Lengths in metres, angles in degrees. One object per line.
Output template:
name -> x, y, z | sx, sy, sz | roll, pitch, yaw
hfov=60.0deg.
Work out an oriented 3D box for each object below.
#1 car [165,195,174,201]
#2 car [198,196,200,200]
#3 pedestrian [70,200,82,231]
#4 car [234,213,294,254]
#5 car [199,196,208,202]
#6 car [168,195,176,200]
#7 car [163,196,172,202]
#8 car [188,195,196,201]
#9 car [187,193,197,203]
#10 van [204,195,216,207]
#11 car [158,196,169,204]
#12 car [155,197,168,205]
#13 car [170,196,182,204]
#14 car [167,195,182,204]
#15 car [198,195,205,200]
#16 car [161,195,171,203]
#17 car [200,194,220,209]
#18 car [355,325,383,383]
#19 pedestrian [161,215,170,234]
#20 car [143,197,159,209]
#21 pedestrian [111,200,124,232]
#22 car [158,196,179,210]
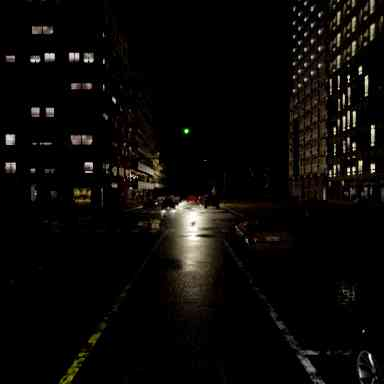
car -> -5.686, 1.531, 84.323 | 1.967, 1.590, 4.097 | 0, 0, 0
car -> 2.692, 1.373, 67.741 | 2.192, 1.841, 5.009 | 0, 0, 0
pedestrian -> -6.734, 1.300, 19.104 | 0.375, 1.860, 0.375 | 0, 0, 0
car -> 2.688, 1.527, 13.393 | 1.752, 1.417, 4.829 | 0, 0, 0
car -> 2.694, 1.624, 78.795 | 1.887, 1.381, 4.507 | 0, 0, 0
car -> -5.684, 1.640, 95.206 | 1.752, 1.417, 4.829 | 0, 0, 0
car -> -5.686, 1.661, 78.796 | 1.802, 1.307, 4.206 | 0, 0, 0
car -> 0.009, 1.545, 84.829 | 2.033, 1.411, 5.357 | 0, 0, 0
car -> 0.007, 1.296, 74.442 | 2.150, 2.045, 5.566 | 0, 0, 0
van -> 2.690, 1.372, 51.162 | 1.690, 1.788, 3.998 | 0, 0, 0
car -> -5.687, 1.602, 67.742 | 1.887, 1.381, 4.507 | 0, 0, 0
car -> -5.688, 1.598, 62.216 | 2.008, 1.369, 4.403 | 0, 0, 0
car -> -3.039, 1.545, 64.966 | 2.128, 1.511, 4.902 | 0, 0, 0
car -> -3.083, 1.584, 54.994 | 2.033, 1.411, 5.357 | 0, 0, 0
car -> 2.696, 1.641, 95.545 | 1.752, 1.417, 4.829 | 0, 0, 0
car -> -5.687, 1.509, 73.270 | 1.967, 1.590, 4.097 | 0, 0, 0
car -> 2.690, 1.339, 45.636 | 2.192, 1.841, 5.009 | 0, 0, 0
car -> 2.686, 1.566, 1.957 | 1.947, 1.339, 4.313 | 0, 0, 0
pedestrian -> -1.372, 1.678, 17.596 | 0.500, 1.100, 0.500 | 0, 0, 0
car -> -5.689, 1.575, 45.636 | 2.008, 1.369, 4.403 | 0, 0, 0
pedestrian -> -4.170, 1.307, 18.590 | 0.375, 1.860, 0.375 | 0, 0, 0
car -> -3.118, 1.570, 44.544 | 2.033, 1.411, 5.357 | 0, 0, -4
